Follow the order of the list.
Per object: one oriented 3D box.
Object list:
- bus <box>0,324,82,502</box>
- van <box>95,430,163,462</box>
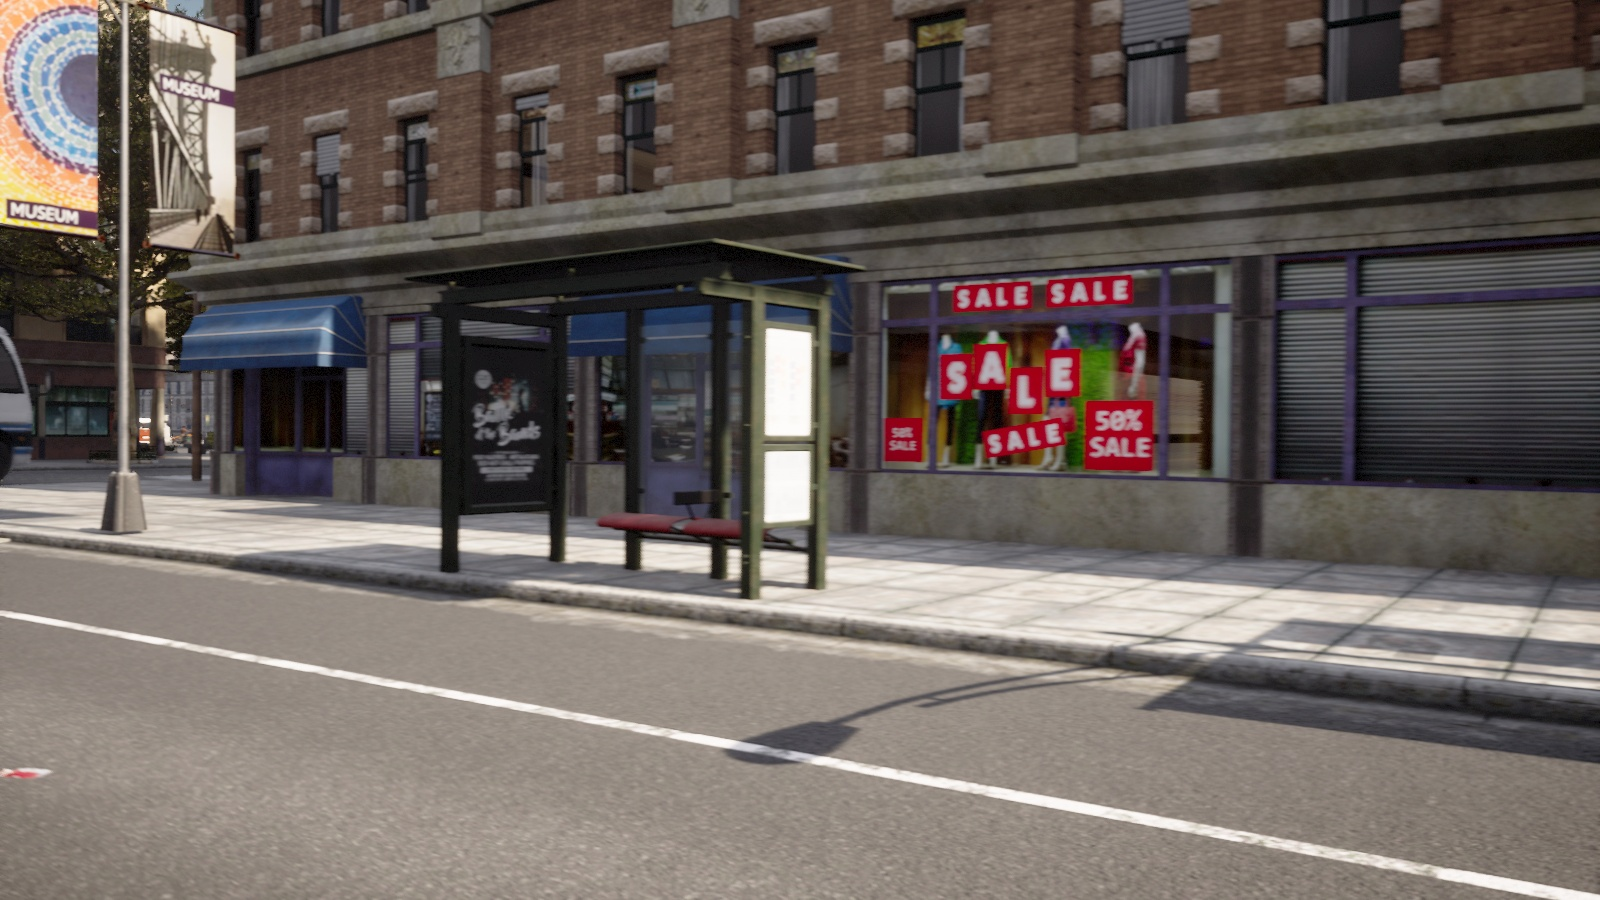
[{"bbox_3d":[-21.726,-0.827,27.710,3.944,4.253,10.273,0,1,17],"label":"bus"},{"bbox_3d":[-44.250,-0.276,82.770,4.480,2.038,2.069,0,1,34],"label":"van"}]
